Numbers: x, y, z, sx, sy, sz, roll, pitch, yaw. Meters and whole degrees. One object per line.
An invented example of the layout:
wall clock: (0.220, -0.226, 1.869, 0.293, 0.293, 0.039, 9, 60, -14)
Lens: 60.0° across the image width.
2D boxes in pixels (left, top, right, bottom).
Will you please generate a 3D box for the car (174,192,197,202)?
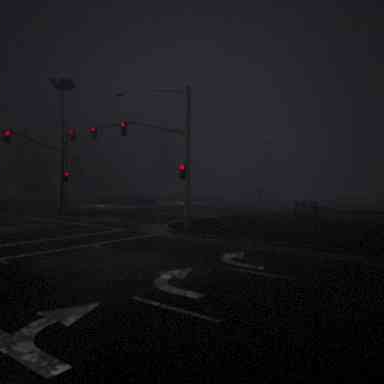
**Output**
car: (-0.300, 1.132, 59.911, 2.033, 1.411, 5.357, 1, 0, 35)

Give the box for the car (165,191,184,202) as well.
car: (-2.650, 0.765, 62.620, 2.150, 2.045, 5.566, 1, 0, 35)

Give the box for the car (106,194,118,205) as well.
car: (-9.195, 1.078, 47.192, 2.128, 1.511, 4.902, 1, 0, 35)

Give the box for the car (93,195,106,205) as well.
car: (-12.282, 1.069, 48.879, 1.812, 1.442, 4.674, 1, 0, 35)

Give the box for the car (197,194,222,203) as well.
car: (3.633, 1.120, 59.410, 2.128, 1.511, 4.902, 1, 0, 35)

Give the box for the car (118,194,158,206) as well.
car: (-6.867, 1.175, 44.423, 2.033, 1.411, 5.357, 1, 0, 35)
